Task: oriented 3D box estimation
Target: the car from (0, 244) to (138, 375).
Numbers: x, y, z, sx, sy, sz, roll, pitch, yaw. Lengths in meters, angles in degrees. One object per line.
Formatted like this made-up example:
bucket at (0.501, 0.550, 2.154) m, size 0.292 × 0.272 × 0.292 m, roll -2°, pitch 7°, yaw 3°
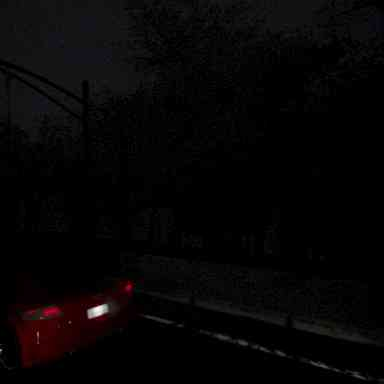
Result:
car at (-2.927, 1.636, 5.770) m, size 4.181 × 1.385 × 1.994 m, roll -1°, pitch 0°, yaw 36°
